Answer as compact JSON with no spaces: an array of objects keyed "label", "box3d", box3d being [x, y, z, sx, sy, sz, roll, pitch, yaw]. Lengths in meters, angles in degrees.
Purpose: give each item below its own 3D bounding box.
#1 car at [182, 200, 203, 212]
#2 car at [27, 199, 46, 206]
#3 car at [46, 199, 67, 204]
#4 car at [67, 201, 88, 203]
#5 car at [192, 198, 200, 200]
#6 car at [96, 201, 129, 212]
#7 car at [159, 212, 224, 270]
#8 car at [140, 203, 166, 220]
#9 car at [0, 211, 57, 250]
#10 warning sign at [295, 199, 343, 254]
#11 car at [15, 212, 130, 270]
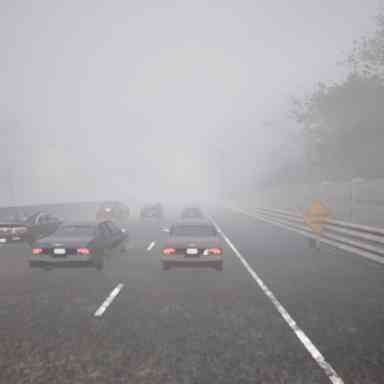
[{"label":"car","box3d":[0.025,1.752,31.017,1.812,1.442,4.674,0,0,0]},{"label":"car","box3d":[-24.641,1.918,53.377,1.837,1.490,4.892,0,0,0]},{"label":"car","box3d":[-21.143,1.939,53.427,1.812,1.442,4.674,0,0,0]},{"label":"car","box3d":[-17.651,2.010,52.869,1.895,1.301,4.718,0,-1,0]},{"label":"car","box3d":[1.091,2.189,81.948,1.812,1.442,4.674,0,-1,0]},{"label":"car","box3d":[-6.980,1.568,29.703,2.097,1.767,4.553,0,-1,0]},{"label":"car","box3d":[0.029,1.625,11.285,2.033,1.411,5.357,0,0,1]},{"label":"car","box3d":[-3.479,1.711,30.006,2.128,1.511,4.902,0,0,0]},{"label":"car","box3d":[-6.955,1.594,14.693,2.128,1.511,4.902,0,0,0]},{"label":"warning sign","box3d":[4.530,1.197,11.960,1.300,1.860,1.060,0,-1,0]},{"label":"car","box3d":[-3.474,1.626,11.275,2.033,1.411,5.357,0,0,0]}]
